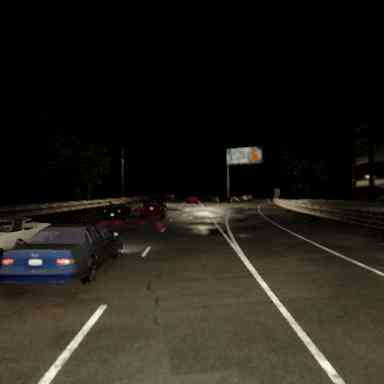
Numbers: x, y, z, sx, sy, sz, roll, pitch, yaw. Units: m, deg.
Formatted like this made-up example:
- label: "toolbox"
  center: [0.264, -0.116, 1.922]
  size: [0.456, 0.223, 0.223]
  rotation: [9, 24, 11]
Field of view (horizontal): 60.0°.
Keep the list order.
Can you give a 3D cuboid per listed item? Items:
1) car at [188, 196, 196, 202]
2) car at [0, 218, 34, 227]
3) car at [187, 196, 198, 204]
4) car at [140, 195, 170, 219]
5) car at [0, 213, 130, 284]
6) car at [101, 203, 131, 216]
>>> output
- label: "car"
  center: [-0.010, 1.679, 85.723]
  size: [1.812, 1.442, 4.674]
  rotation: [0, 0, 0]
- label: "car"
  center: [-6.911, 1.642, 12.881]
  size: [1.895, 1.301, 4.718]
  rotation: [0, 0, 0]
- label: "car"
  center: [0.090, 1.686, 68.007]
  size: [1.812, 1.442, 4.674]
  rotation: [0, 0, 0]
- label: "car"
  center: [-3.405, 1.446, 30.233]
  size: [2.097, 1.767, 4.553]
  rotation: [0, 0, 0]
- label: "car"
  center: [-3.404, 1.578, 9.731]
  size: [2.033, 1.411, 5.357]
  rotation: [0, 0, 0]
- label: "car"
  center: [-6.913, 1.698, 31.018]
  size: [1.895, 1.301, 4.718]
  rotation: [0, 0, 0]
